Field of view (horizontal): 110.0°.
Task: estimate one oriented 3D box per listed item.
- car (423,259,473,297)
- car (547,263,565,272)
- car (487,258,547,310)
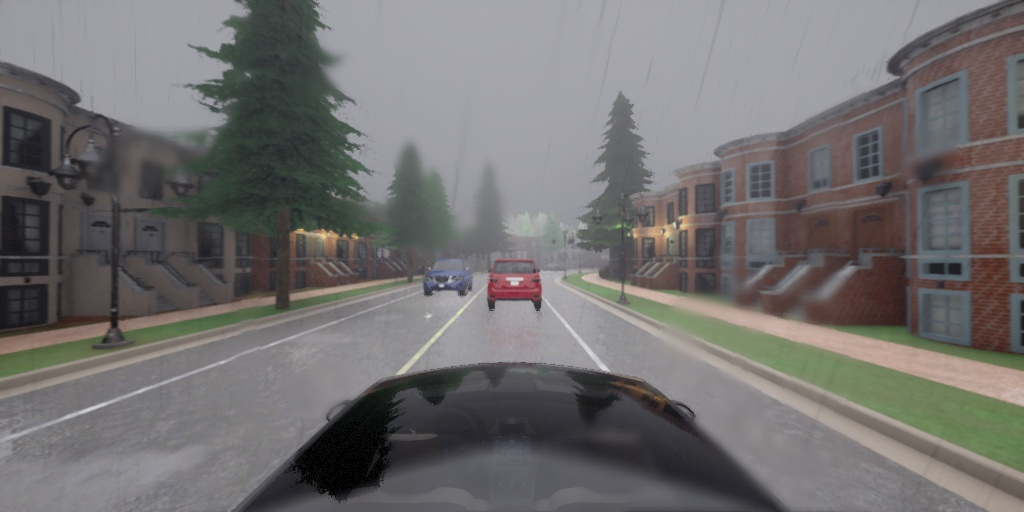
[{"bbox_3d":[-3.583,1.187,21.056,2.150,2.045,5.566,0,-1,0],"label":"car"},{"bbox_3d":[6.952,1.949,60.529,2.033,1.411,5.357,0,-1,37],"label":"car"},{"bbox_3d":[0.101,1.129,15.893,2.150,2.045,5.566,0,-1,0],"label":"car"}]
